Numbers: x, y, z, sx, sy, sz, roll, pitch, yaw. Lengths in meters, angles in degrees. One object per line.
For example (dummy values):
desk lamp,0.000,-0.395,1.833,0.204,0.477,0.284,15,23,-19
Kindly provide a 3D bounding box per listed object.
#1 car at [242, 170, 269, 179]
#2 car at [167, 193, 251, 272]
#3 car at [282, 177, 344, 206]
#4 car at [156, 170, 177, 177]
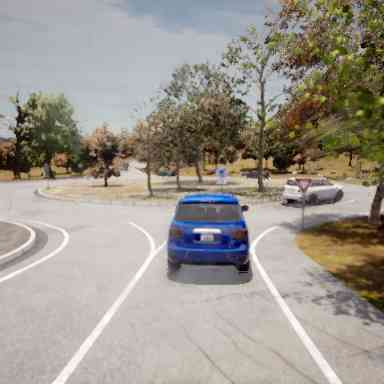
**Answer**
car,10.907,-3.013,57.374,4.892,1.490,1.837,4,6,38
car,0.622,1.035,10.514,2.150,2.045,5.566,0,3,6
car,9.375,-0.158,25.635,5.566,2.045,2.150,-5,8,-35
car,-5.051,-3.700,65.057,4.181,1.385,1.994,4,7,38
